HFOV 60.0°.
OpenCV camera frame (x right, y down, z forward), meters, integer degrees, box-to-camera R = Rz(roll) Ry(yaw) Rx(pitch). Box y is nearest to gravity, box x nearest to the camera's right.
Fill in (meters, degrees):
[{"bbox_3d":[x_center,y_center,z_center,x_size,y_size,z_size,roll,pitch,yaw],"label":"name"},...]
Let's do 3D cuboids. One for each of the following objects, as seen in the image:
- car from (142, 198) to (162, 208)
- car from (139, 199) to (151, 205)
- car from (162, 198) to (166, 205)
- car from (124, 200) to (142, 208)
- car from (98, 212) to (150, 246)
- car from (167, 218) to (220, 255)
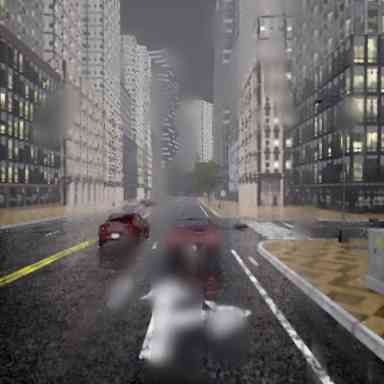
[{"bbox_3d":[-6.575,1.935,55.167,1.994,1.385,4.181,0,0,0],"label":"car"},{"bbox_3d":[-9.760,2.062,69.856,1.895,1.301,4.718,0,0,0],"label":"car"},{"bbox_3d":[-6.511,1.996,70.862,2.128,1.511,4.902,0,0,0],"label":"car"},{"bbox_3d":[-9.829,1.966,54.249,1.895,1.301,4.718,0,0,0],"label":"car"},{"bbox_3d":[-3.166,1.704,16.078,1.812,1.442,4.674,1,-1,0],"label":"car"},{"bbox_3d":[0.061,1.716,13.675,1.895,1.301,4.718,0,-1,0],"label":"car"}]
